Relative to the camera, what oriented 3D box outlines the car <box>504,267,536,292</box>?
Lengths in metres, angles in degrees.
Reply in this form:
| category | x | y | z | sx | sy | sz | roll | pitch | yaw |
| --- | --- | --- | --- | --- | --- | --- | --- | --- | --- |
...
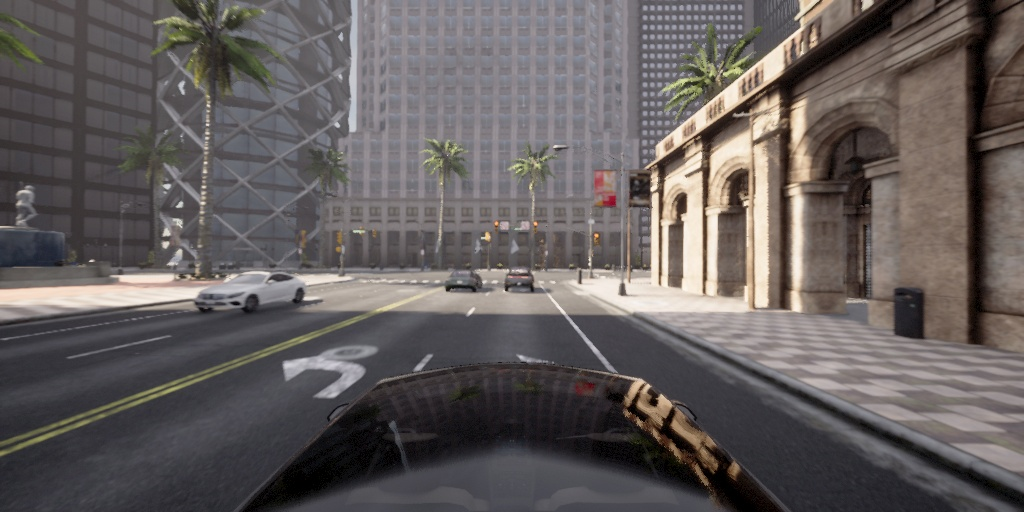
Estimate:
| category | x | y | z | sx | sy | sz | roll | pitch | yaw |
| --- | --- | --- | --- | --- | --- | --- | --- | --- | --- |
| car | 0.513 | 1.475 | 23.574 | 2.128 | 1.511 | 4.902 | 0 | -1 | 2 |

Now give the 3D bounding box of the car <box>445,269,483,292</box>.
| category | x | y | z | sx | sy | sz | roll | pitch | yaw |
| --- | --- | --- | --- | --- | --- | --- | --- | --- | --- |
| car | -3.059 | 1.523 | 23.331 | 1.994 | 1.385 | 4.181 | 0 | -1 | 1 |

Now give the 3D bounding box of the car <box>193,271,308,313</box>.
| category | x | y | z | sx | sy | sz | roll | pitch | yaw |
| --- | --- | --- | --- | --- | --- | --- | --- | --- | --- |
| car | -10.290 | 1.348 | 14.622 | 1.812 | 1.442 | 4.674 | 0 | -1 | 1 |
